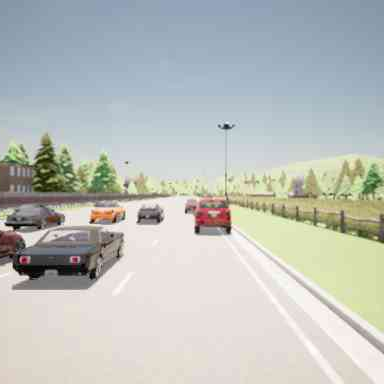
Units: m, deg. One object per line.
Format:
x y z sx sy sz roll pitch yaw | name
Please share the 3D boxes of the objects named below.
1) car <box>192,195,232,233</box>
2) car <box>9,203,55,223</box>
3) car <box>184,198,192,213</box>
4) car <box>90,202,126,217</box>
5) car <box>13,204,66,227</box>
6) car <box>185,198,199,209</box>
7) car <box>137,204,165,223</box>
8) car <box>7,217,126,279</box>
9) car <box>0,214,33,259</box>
1.228 1.396 21.051 2.150 2.045 5.566 0 0 0 | car
-13.895 1.765 29.204 1.812 1.442 4.674 0 0 0 | car
0.038 1.864 41.423 1.812 1.442 4.674 0 -1 0 | car
-6.895 1.579 27.748 2.097 1.767 4.553 0 0 0 | car
-10.396 1.732 22.541 2.033 1.411 5.357 0 0 0 | car
0.009 1.781 52.569 2.097 1.767 4.553 0 0 0 | car
-3.396 1.721 27.993 2.128 1.511 4.902 0 0 0 | car
-3.397 1.686 10.262 1.895 1.301 4.718 0 0 0 | car
-6.897 1.608 10.013 1.812 1.442 4.674 0 0 0 | car
